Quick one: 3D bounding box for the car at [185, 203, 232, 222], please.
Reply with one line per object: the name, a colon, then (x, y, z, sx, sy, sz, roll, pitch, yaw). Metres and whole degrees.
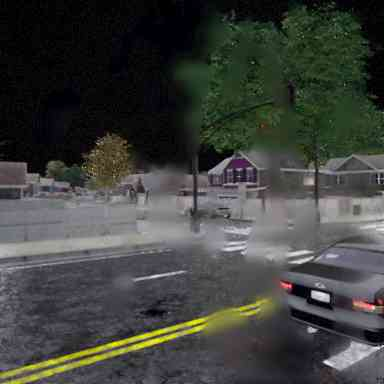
car: (1.271, 1.664, 27.932, 2.128, 1.511, 4.902, 0, 0, -34)

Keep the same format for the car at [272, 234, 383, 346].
car: (3.786, 1.552, 6.402, 5.357, 1.411, 2.033, 0, 0, -40)
